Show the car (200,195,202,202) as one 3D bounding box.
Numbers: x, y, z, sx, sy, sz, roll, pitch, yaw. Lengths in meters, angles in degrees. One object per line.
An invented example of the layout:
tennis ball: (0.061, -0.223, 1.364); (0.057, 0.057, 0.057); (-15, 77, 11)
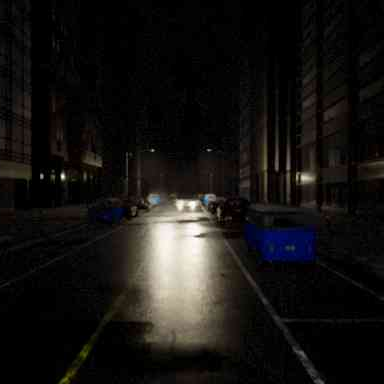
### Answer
car: (2.751, 1.484, 56.025); (1.887, 1.381, 4.507); (0, 0, 0)

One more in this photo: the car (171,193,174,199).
car: (-5.779, 1.448, 78.282); (1.752, 1.417, 4.829); (0, 0, 0)

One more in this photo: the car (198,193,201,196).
car: (2.747, 1.450, 73.022); (1.752, 1.417, 4.829); (0, 0, 0)

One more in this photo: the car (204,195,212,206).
car: (2.755, 1.396, 39.197); (1.967, 1.590, 4.097); (0, 0, 0)

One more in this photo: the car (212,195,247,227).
car: (2.759, 1.289, 22.370); (2.192, 1.841, 5.009); (0, 0, 0)

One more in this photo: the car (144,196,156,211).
car: (-5.770, 1.507, 39.186); (2.008, 1.369, 4.403); (0, 0, 0)

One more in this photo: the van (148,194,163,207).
van: (-5.773, 1.286, 50.405); (1.690, 1.788, 3.998); (0, 0, 0)

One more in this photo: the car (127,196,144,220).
car: (-5.768, 1.283, 27.967); (2.192, 1.841, 5.009); (0, 0, 0)

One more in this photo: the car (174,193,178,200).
car: (-5.783, 1.489, 95.281); (1.947, 1.339, 4.313); (0, 0, 0)

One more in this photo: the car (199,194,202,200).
car: (2.750, 1.500, 61.634); (1.947, 1.339, 4.313); (0, 0, 0)

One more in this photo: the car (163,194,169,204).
car: (-5.775, 1.374, 61.624); (1.967, 1.590, 4.097); (0, 0, 0)

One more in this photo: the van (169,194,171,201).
van: (-5.776, 1.270, 67.234); (1.690, 1.788, 3.998); (0, 0, 0)

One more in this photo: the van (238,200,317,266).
van: (2.761, 1.327, 11.151); (1.690, 1.788, 3.998); (0, 0, 0)

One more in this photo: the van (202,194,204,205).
van: (2.753, 1.286, 50.415); (1.690, 1.788, 3.998); (0, 0, 0)

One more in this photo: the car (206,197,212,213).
car: (2.756, 1.506, 33.588); (1.887, 1.381, 4.507); (0, 0, 0)

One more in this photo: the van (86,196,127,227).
van: (-5.766, 1.315, 22.358); (1.690, 1.788, 3.998); (0, 0, 0)
